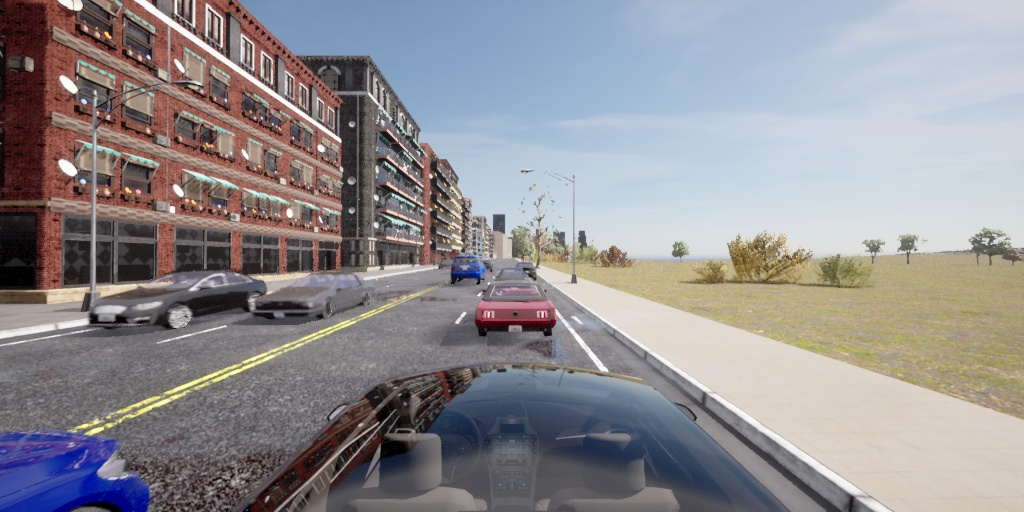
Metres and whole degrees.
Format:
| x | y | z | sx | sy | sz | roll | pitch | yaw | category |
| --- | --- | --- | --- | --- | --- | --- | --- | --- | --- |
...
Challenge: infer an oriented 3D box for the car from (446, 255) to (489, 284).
| x | y | z | sx | sy | sz | roll | pitch | yaw | category |
| --- | --- | --- | --- | --- | --- | --- | --- | --- | --- |
| -3.218 | 0.973 | 27.056 | 2.150 | 2.045 | 5.566 | 0 | 0 | 0 | car |

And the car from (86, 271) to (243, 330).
| x | y | z | sx | sy | sz | roll | pitch | yaw | category |
| --- | --- | --- | --- | --- | --- | --- | --- | --- | --- |
| -9.878 | 1.243 | 11.176 | 2.128 | 1.511 | 4.902 | 0 | 0 | 0 | car |

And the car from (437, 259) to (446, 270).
| x | y | z | sx | sy | sz | roll | pitch | yaw | category |
| --- | --- | --- | --- | --- | --- | --- | --- | --- | --- |
| -9.986 | 1.257 | 54.277 | 1.837 | 1.490 | 4.892 | 0 | 0 | 0 | car |

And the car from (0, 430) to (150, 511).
| x | y | z | sx | sy | sz | roll | pitch | yaw | category |
| --- | --- | --- | --- | --- | --- | --- | --- | --- | --- |
| -3.150 | 1.276 | 0.219 | 1.812 | 1.442 | 4.674 | 0 | 0 | 0 | car |

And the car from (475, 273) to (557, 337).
| x | y | z | sx | sy | sz | roll | pitch | yaw | category |
| --- | --- | --- | --- | --- | --- | --- | --- | --- | --- |
| 0.077 | 1.352 | 10.311 | 1.895 | 1.301 | 4.718 | 0 | 0 | 0 | car |

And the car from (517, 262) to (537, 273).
| x | y | z | sx | sy | sz | roll | pitch | yaw | category |
| --- | --- | --- | --- | --- | --- | --- | --- | --- | --- |
| 1.059 | 1.259 | 30.335 | 1.837 | 1.490 | 4.892 | 0 | 0 | 0 | car |

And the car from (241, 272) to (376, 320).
| x | y | z | sx | sy | sz | roll | pitch | yaw | category |
| --- | --- | --- | --- | --- | --- | --- | --- | --- | --- |
| -6.631 | 1.299 | 12.864 | 2.033 | 1.411 | 5.357 | 0 | 0 | 0 | car |

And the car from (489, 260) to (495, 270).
| x | y | z | sx | sy | sz | roll | pitch | yaw | category |
| --- | --- | --- | --- | --- | --- | --- | --- | --- | --- |
| -3.273 | 1.253 | 45.483 | 1.837 | 1.490 | 4.892 | 0 | -1 | 1 | car |

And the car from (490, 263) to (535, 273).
| x | y | z | sx | sy | sz | roll | pitch | yaw | category |
| --- | --- | --- | --- | --- | --- | --- | --- | --- | --- |
| 0.040 | 1.317 | 20.341 | 1.994 | 1.385 | 4.181 | 0 | 0 | 0 | car |
